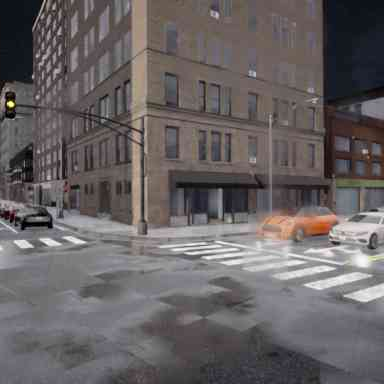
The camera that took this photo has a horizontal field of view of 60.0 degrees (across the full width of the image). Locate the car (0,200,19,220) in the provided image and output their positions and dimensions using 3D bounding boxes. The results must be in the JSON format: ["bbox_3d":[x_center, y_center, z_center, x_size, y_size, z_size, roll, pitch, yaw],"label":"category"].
[{"bbox_3d":[-13.123,1.546,25.401,1.887,1.381,4.507,1,0,-35],"label":"car"}]

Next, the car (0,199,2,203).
[{"bbox_3d":[-16.274,1.551,29.946,2.008,1.369,4.403,1,0,-35],"label":"car"}]

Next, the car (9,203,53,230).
[{"bbox_3d":[-9.973,1.567,20.855,1.947,1.339,4.313,1,0,-35],"label":"car"}]

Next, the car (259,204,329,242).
[{"bbox_3d":[5.606,1.504,17.260,4.553,1.767,2.097,0,-1,-35],"label":"car"}]

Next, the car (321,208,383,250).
[{"bbox_3d":[8.179,1.651,15.077,4.674,1.442,1.812,0,-1,-34],"label":"car"}]
